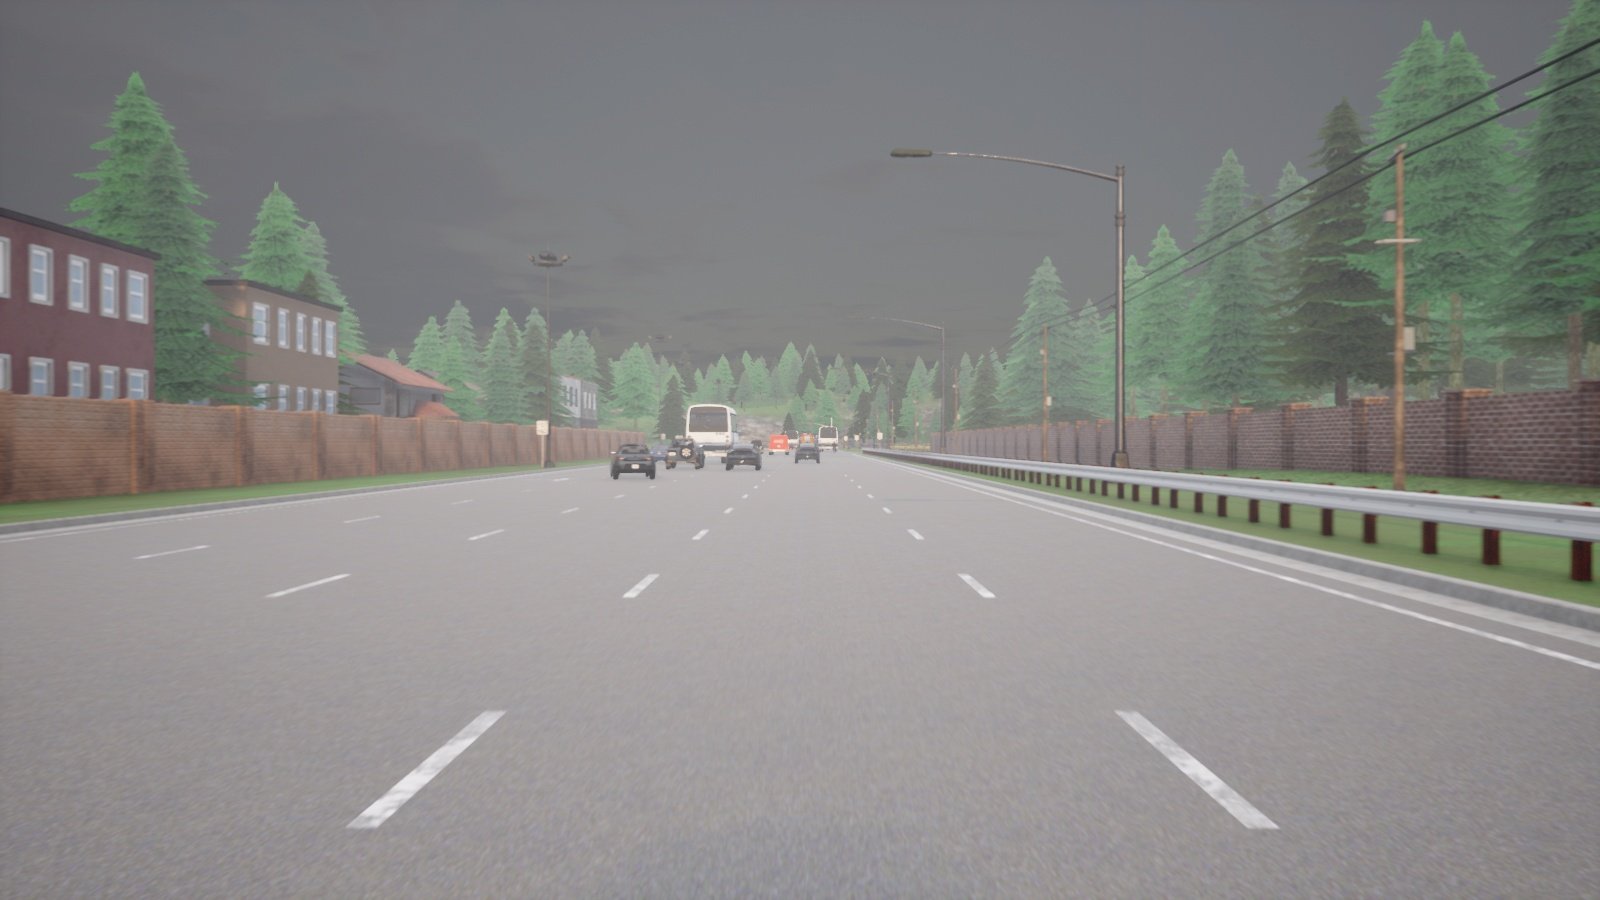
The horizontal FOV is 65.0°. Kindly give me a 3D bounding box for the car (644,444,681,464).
[{"bbox_3d":[-9.966,0.276,91.465,2.033,1.411,5.357,0,0,0],"label":"car"}]

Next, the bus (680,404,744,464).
[{"bbox_3d":[-6.451,-1.158,93.836,3.944,4.253,10.273,0,0,0],"label":"bus"}]

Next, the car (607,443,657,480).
[{"bbox_3d":[-7.163,0.458,53.233,1.816,1.474,4.193,0,0,-11],"label":"car"}]

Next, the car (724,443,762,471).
[{"bbox_3d":[-3.091,0.362,69.347,1.837,1.490,4.892,0,0,0],"label":"car"}]

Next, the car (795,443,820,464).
[{"bbox_3d":[0.539,0.237,92.336,1.837,1.490,4.892,0,0,0],"label":"car"}]

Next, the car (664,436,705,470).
[{"bbox_3d":[-6.577,0.160,71.826,1.932,1.855,4.605,0,1,0],"label":"car"}]
